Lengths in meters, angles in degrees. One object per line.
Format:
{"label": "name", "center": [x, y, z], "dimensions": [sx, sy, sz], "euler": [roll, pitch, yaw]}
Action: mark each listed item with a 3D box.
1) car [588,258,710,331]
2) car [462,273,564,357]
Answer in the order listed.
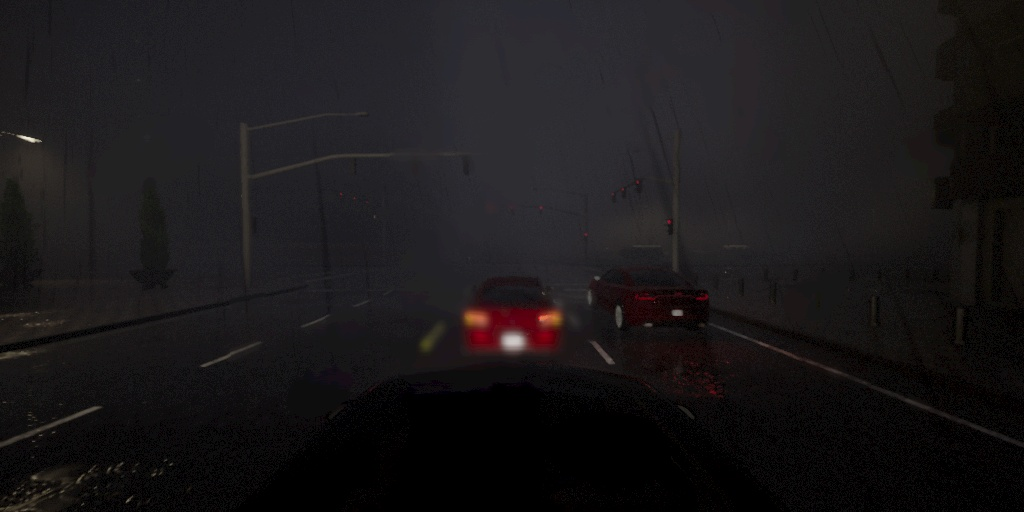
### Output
{"label": "car", "center": [3.488, 0.995, 10.080], "dimensions": [1.882, 1.535, 5.008], "euler": [0, 1, 0]}
{"label": "car", "center": [0.010, 1.104, 7.901], "dimensions": [1.812, 1.442, 4.674], "euler": [0, 2, 0]}
